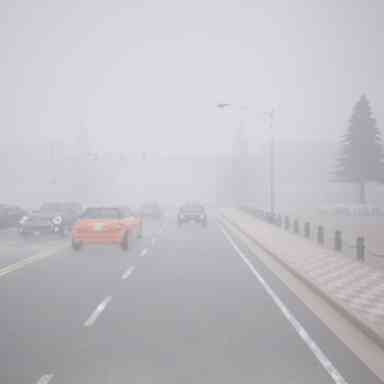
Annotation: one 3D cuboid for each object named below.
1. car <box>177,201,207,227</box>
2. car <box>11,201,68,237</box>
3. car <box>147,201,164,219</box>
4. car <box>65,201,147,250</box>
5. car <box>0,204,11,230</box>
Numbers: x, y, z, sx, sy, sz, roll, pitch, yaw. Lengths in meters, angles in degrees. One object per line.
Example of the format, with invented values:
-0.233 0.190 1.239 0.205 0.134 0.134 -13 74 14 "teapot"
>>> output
0.029 1.522 22.311 1.895 1.301 4.718 0 0 1 "car"
-7.056 1.290 17.424 2.097 1.767 4.553 0 0 0 "car"
-3.433 1.466 27.781 1.994 1.385 4.181 0 0 0 "car"
-3.403 1.302 14.185 2.097 1.767 4.553 0 0 0 "car"
-10.552 1.428 17.867 2.128 1.511 4.902 0 0 0 "car"
